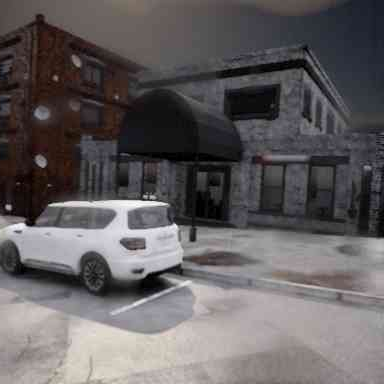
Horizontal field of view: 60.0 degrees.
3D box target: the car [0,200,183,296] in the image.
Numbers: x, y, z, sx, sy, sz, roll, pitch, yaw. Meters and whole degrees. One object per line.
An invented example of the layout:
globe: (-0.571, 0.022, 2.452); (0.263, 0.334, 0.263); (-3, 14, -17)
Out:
car: (-2.871, 1.242, 8.920); (5.566, 2.045, 2.435); (0, 0, 32)
